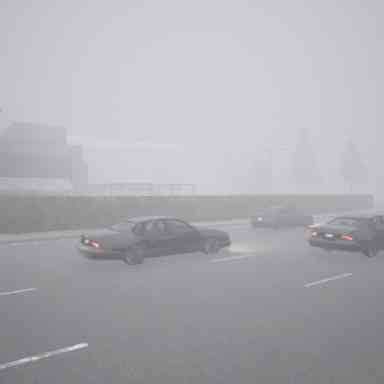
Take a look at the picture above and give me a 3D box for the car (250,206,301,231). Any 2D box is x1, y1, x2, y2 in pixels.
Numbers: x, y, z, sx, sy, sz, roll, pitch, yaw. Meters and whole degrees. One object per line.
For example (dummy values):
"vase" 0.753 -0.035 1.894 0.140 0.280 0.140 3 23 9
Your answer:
"car" 5.596 1.564 20.640 4.181 1.385 1.994 0 0 -36

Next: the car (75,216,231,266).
"car" -1.155 1.547 11.522 5.357 1.411 2.033 0 0 -36

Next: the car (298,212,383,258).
"car" 6.744 1.547 12.860 5.357 1.411 2.033 0 0 -36
